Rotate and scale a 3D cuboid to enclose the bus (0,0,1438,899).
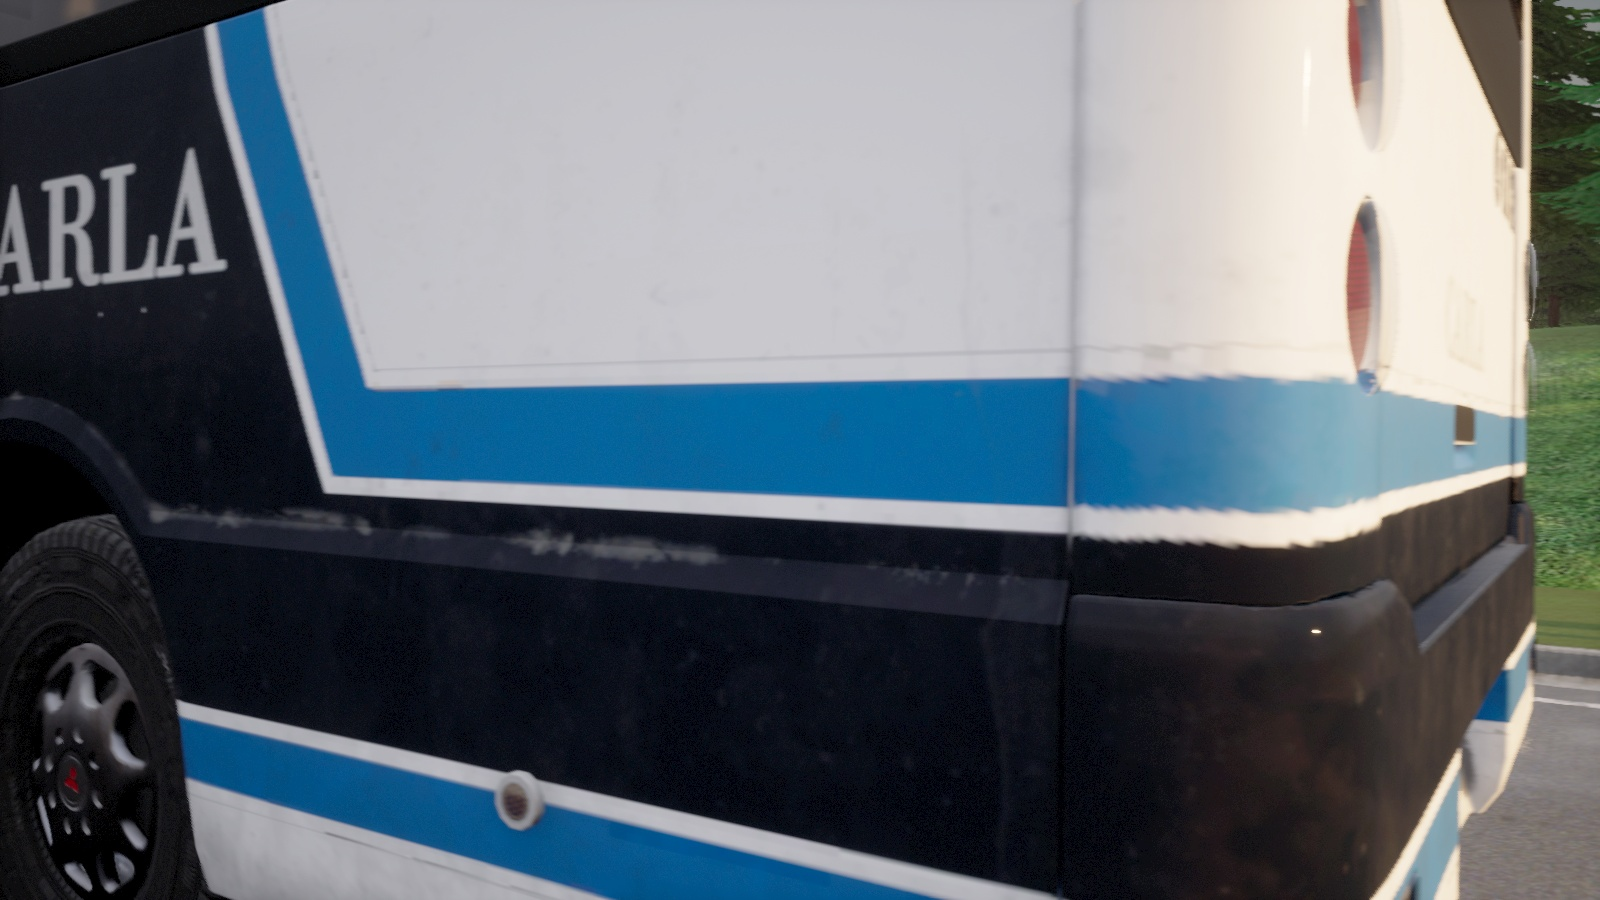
[{"bbox_3d":[-3.107,-0.694,5.661,10.273,4.253,3.944,0,1,34],"label":"bus"}]
